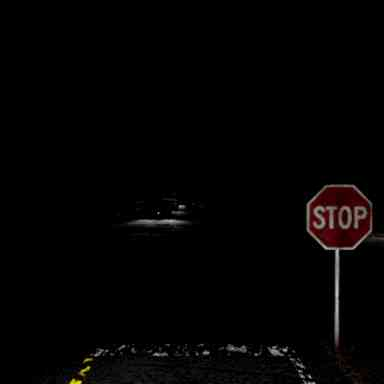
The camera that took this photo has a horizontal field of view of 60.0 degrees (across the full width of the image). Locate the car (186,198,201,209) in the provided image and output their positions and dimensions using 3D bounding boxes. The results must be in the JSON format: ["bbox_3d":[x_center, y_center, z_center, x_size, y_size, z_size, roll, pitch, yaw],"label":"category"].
[{"bbox_3d":[0.167,1.495,44.440,1.994,1.385,4.181,0,0,0],"label":"car"}]

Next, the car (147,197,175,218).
[{"bbox_3d":[-2.768,1.473,29.410,1.837,1.490,4.892,0,0,-1],"label":"car"}]

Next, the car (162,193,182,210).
[{"bbox_3d":[-2.778,1.161,41.385,2.150,2.045,5.566,0,0,0],"label":"car"}]

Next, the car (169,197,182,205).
[{"bbox_3d":[-2.746,1.497,55.709,1.895,1.301,4.718,0,0,0],"label":"car"}]
